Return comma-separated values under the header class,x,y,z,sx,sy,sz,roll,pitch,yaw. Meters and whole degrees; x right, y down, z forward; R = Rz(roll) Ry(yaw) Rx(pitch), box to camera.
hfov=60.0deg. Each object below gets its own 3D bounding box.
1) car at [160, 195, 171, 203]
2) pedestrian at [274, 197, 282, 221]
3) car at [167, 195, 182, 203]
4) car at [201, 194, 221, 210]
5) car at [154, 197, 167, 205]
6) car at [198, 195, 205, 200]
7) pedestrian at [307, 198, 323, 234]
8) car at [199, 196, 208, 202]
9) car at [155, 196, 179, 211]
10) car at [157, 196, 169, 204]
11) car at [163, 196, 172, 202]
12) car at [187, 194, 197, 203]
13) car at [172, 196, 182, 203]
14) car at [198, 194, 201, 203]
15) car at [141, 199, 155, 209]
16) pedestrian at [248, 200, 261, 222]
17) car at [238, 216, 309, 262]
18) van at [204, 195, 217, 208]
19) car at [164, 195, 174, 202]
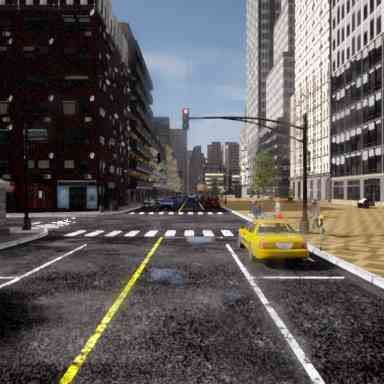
class,x,y,z,sx,sy,sz,roll,pitch,yaw
car,-5.706,1.503,71.823,1.967,1.590,4.097,0,0,0
pedestrian,4.441,1.143,17.118,0.375,1.860,0.375,0,0,0
car,-3.089,1.511,54.663,1.882,1.535,5.008,0,0,0
car,2.678,1.336,44.192,2.192,1.841,5.009,0,0,0
car,-5.703,1.594,60.769,2.008,1.369,4.403,0,0,0
car,2.672,1.633,94.101,1.752,1.417,4.829,0,0,0
pedestrian,6.093,1.144,16.459,0.375,1.860,0.375,0,0,0
car,2.674,1.618,77.351,1.887,1.381,4.507,0,0,0
car,-3.104,1.566,41.892,2.033,1.411,5.357,0,0,0
car,-5.704,1.597,66.295,1.887,1.381,4.507,0,0,0
car,-5.706,1.655,77.350,1.802,1.307,4.206,0,0,0
car,-0.012,1.618,73.383,1.994,1.385,4.181,0,0,0
car,-3.013,1.561,69.427,1.837,1.490,4.892,0,0,0
car,2.675,1.367,66.297,2.192,1.841,5.009,0,0,0
car,-5.700,1.571,44.190,2.008,1.369,4.403,0,0,0
pedestrian,3.346,1.297,17.658,0.375,1.860,0.375,0,0,0
car,2.684,1.526,11.948,1.752,1.417,4.829,0,0,0
van,2.677,1.368,49.717,1.690,1.788,3.998,0,0,0
car,-5.708,1.524,82.876,1.967,1.590,4.097,0,0,0
